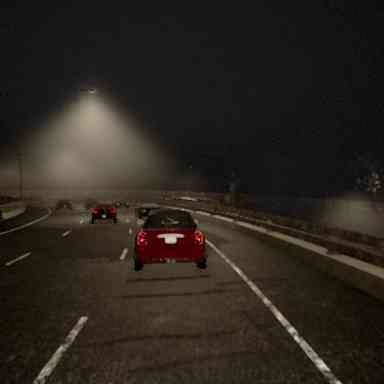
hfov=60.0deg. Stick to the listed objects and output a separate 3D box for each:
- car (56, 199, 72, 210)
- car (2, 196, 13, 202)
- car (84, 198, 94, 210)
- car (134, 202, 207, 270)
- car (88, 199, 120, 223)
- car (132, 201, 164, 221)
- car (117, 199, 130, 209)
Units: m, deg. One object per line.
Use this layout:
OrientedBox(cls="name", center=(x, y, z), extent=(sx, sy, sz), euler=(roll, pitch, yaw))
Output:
OrientedBox(cls="car", center=(-17.251, 1.615, 44.745), extent=(1.812, 1.442, 4.674), euler=(0, 0, -25))
OrientedBox(cls="car", center=(-45.038, 1.725, 80.972), extent=(4.892, 1.490, 1.837), euler=(0, 0, 39))
OrientedBox(cls="car", center=(-13.426, 1.598, 44.817), extent=(1.812, 1.442, 4.674), euler=(0, 0, -24))
OrientedBox(cls="car", center=(-0.805, 1.359, 11.354), extent=(2.097, 1.767, 4.553), euler=(0, 0, -6))
OrientedBox(cls="car", center=(-6.850, 1.563, 26.014), extent=(1.812, 1.442, 4.674), euler=(0, 0, -14))
OrientedBox(cls="car", center=(-3.957, 1.573, 29.208), extent=(2.033, 1.411, 5.357), euler=(0, 0, -16))
OrientedBox(cls="car", center=(-10.125, 1.659, 46.225), extent=(1.895, 1.301, 4.718), euler=(0, 0, -25))
